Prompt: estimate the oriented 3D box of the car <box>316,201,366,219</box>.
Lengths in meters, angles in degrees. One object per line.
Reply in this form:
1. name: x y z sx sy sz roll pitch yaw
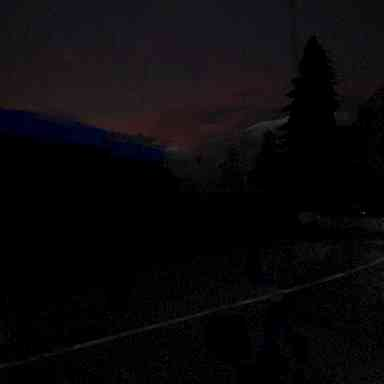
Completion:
1. car: 12.994 1.550 29.613 1.812 1.442 4.674 0 0 -35
